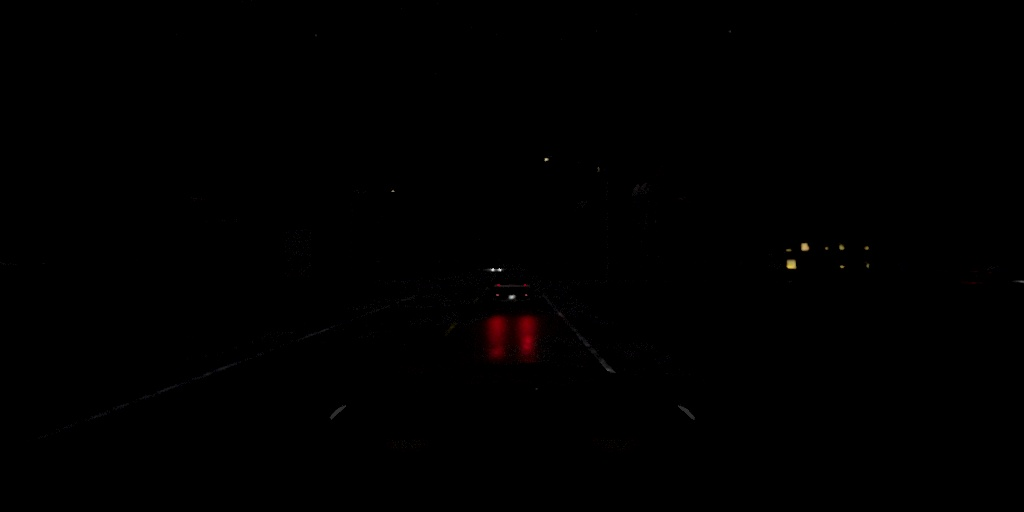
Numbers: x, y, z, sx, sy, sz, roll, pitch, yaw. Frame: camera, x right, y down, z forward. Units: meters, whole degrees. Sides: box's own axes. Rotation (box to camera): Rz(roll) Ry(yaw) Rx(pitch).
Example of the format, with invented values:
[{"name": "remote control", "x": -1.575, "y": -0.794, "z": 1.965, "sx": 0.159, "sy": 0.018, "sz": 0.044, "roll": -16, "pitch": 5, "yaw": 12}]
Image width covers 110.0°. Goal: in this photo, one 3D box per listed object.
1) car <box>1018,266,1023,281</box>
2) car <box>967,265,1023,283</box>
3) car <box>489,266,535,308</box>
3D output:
[{"name": "car", "x": 53.050, "y": 1.735, "z": 34.932, "sx": 4.892, "sy": 1.490, "sz": 1.837, "roll": 1, "pitch": -1, "yaw": 0}, {"name": "car", "x": 44.090, "y": 1.612, "z": 32.146, "sx": 5.008, "sy": 1.535, "sz": 1.882, "roll": 0, "pitch": -1, "yaw": 0}, {"name": "car", "x": 0.000, "y": 1.382, "z": 16.150, "sx": 2.128, "sy": 1.511, "sz": 4.902, "roll": 0, "pitch": 0, "yaw": 0}]
